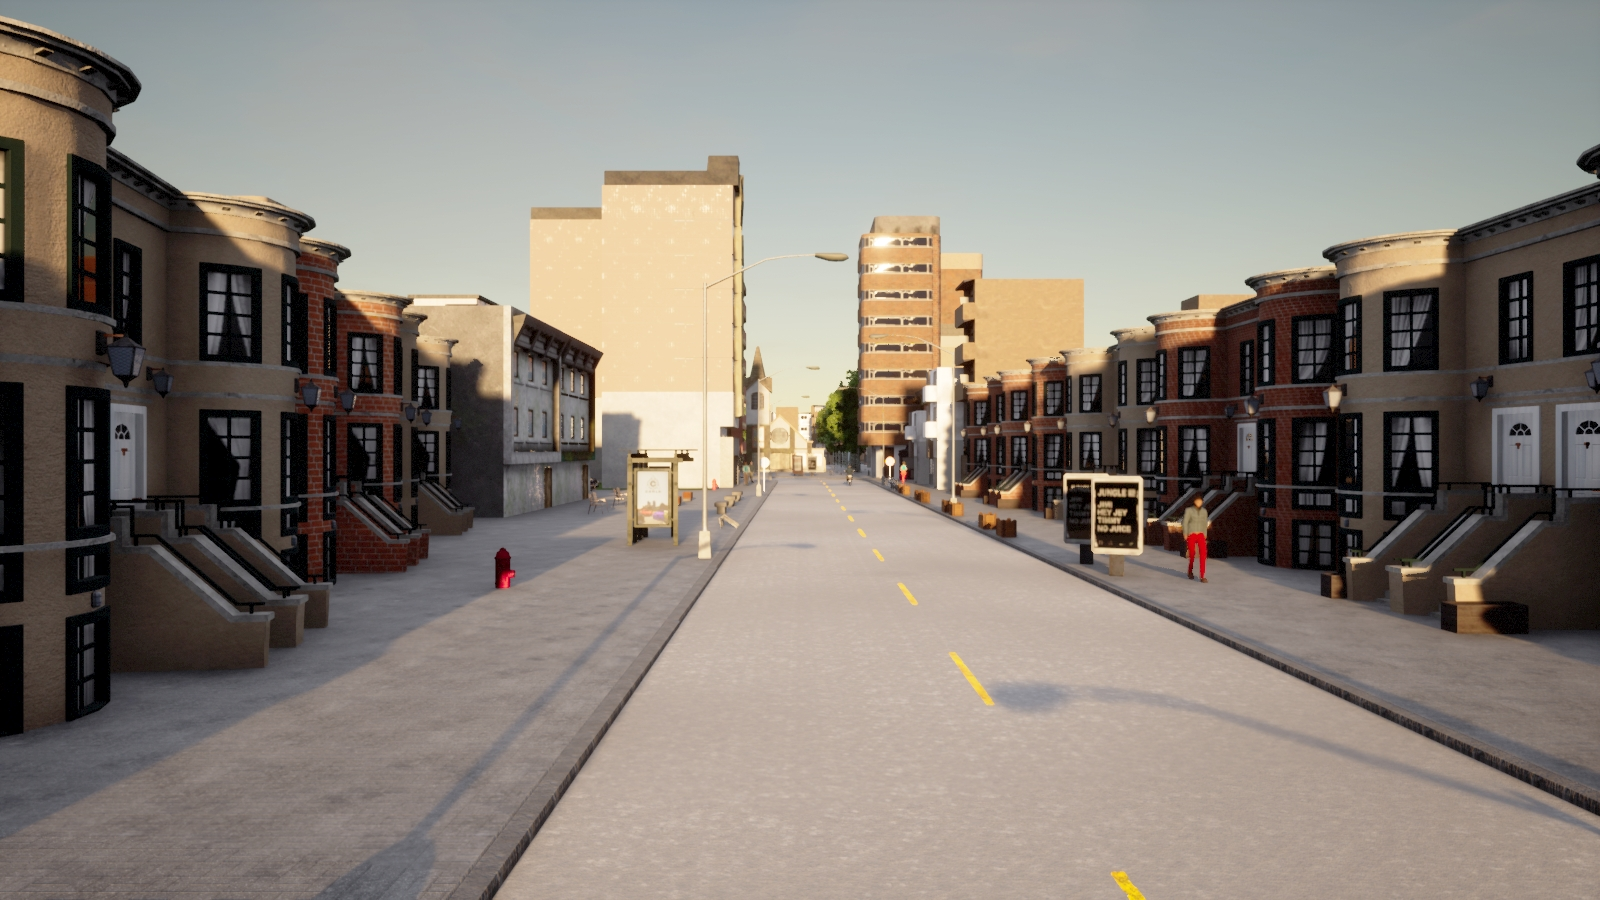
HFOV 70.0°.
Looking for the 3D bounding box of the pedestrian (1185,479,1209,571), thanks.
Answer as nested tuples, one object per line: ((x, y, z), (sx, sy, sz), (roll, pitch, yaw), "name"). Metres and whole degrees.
((8.147, 1.535, 23.445), (0.375, 1.860, 0.375), (0, 0, 1), "pedestrian")
